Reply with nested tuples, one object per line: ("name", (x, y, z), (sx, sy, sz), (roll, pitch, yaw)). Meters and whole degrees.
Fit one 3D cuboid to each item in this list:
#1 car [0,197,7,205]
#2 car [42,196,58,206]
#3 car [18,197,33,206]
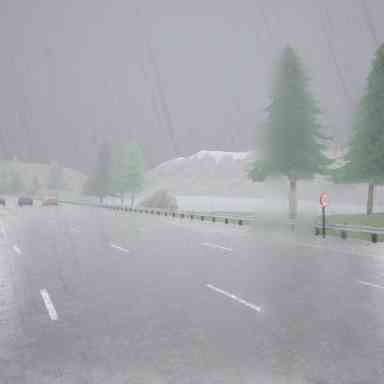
("car", (-32.459, 1.526, 56.098), (1.812, 1.442, 4.674), (0, 0, -32))
("car", (-23.648, 1.478, 55.351), (1.882, 1.535, 5.008), (0, 0, -33))
("car", (-27.550, 1.491, 54.945), (2.128, 1.511, 4.902), (0, 0, -33))
